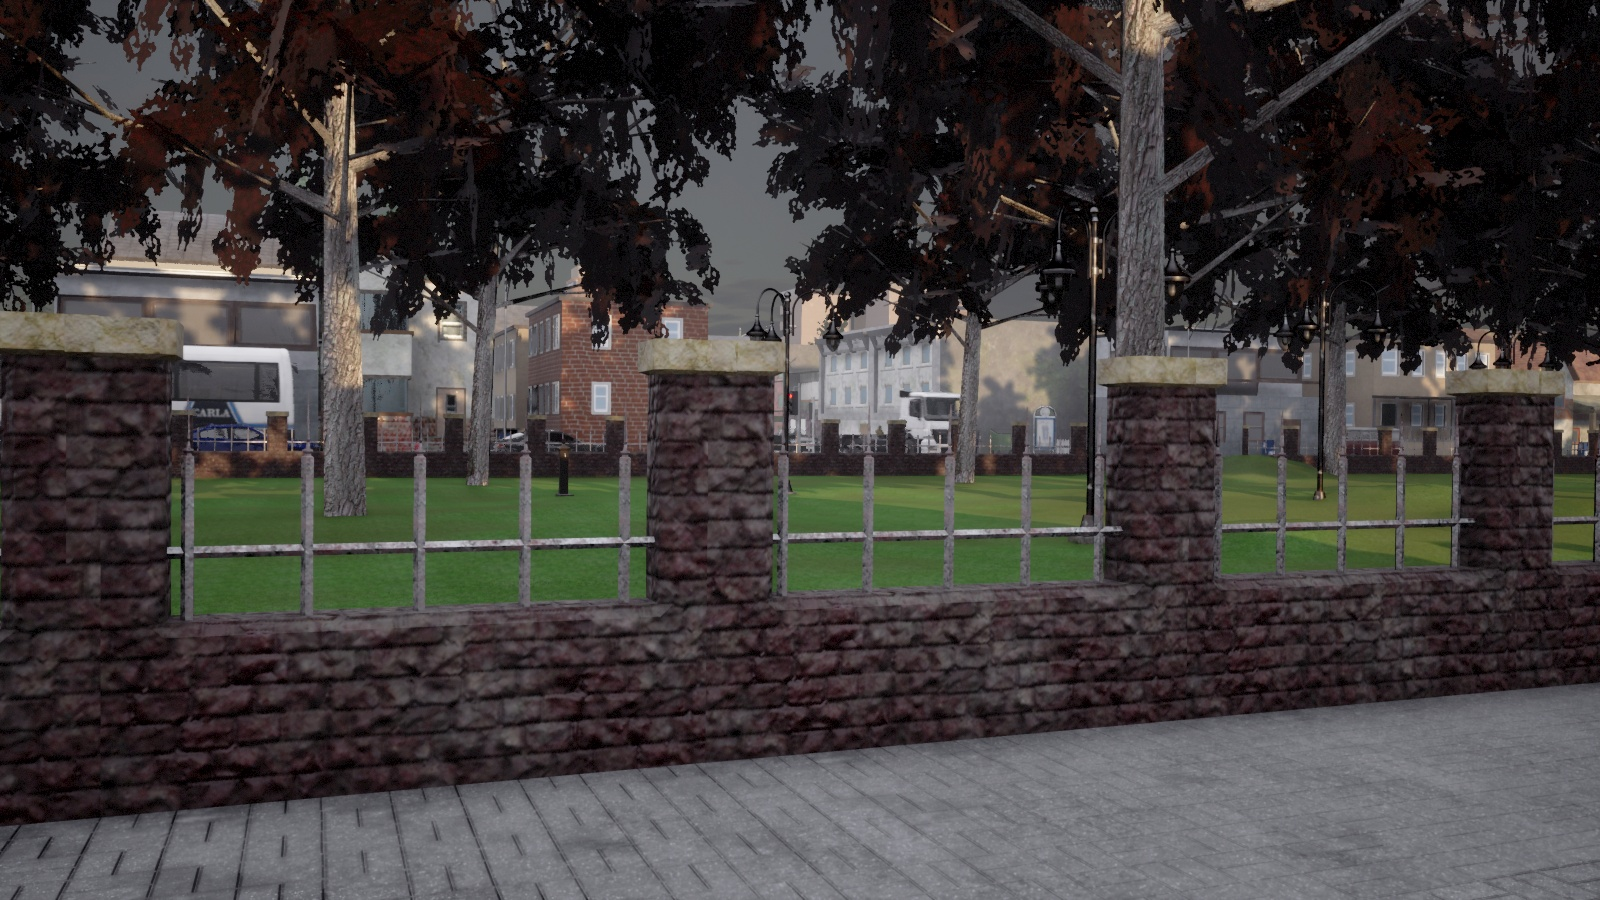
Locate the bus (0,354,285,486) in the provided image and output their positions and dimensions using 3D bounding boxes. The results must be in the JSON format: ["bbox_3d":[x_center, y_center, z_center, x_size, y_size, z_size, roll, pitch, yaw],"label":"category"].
[{"bbox_3d":[-23.380,-1.030,43.302,10.273,4.253,3.944,-1,1,-21],"label":"bus"}]

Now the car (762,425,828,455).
[{"bbox_3d":[-0.328,-0.611,73.216,2.152,1.651,5.027,-1,1,-21],"label":"car"}]

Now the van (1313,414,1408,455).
[{"bbox_3d":[28.271,-0.785,63.343,4.442,1.987,1.775,-1,1,-21],"label":"van"}]

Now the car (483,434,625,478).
[{"bbox_3d":[-8.734,0.192,44.624,4.674,1.442,1.812,-1,1,-24],"label":"car"}]

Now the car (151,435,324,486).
[{"bbox_3d":[-18.238,0.307,40.900,5.008,1.535,1.882,-1,1,-24],"label":"car"}]

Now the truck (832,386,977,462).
[{"bbox_3d":[4.937,-1.232,61.091,2.891,3.462,7.936,-1,1,-31],"label":"truck"}]
